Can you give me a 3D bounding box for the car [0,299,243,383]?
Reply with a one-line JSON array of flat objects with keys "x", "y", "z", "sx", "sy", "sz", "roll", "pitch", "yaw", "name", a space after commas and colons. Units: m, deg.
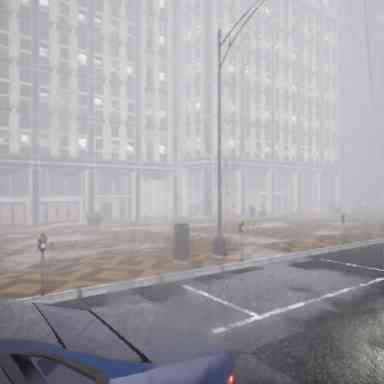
[{"x": -2.070, "y": 1.548, "z": 1.904, "sx": 5.357, "sy": 1.411, "sz": 2.033, "roll": 0, "pitch": 0, "yaw": -36, "name": "car"}]
